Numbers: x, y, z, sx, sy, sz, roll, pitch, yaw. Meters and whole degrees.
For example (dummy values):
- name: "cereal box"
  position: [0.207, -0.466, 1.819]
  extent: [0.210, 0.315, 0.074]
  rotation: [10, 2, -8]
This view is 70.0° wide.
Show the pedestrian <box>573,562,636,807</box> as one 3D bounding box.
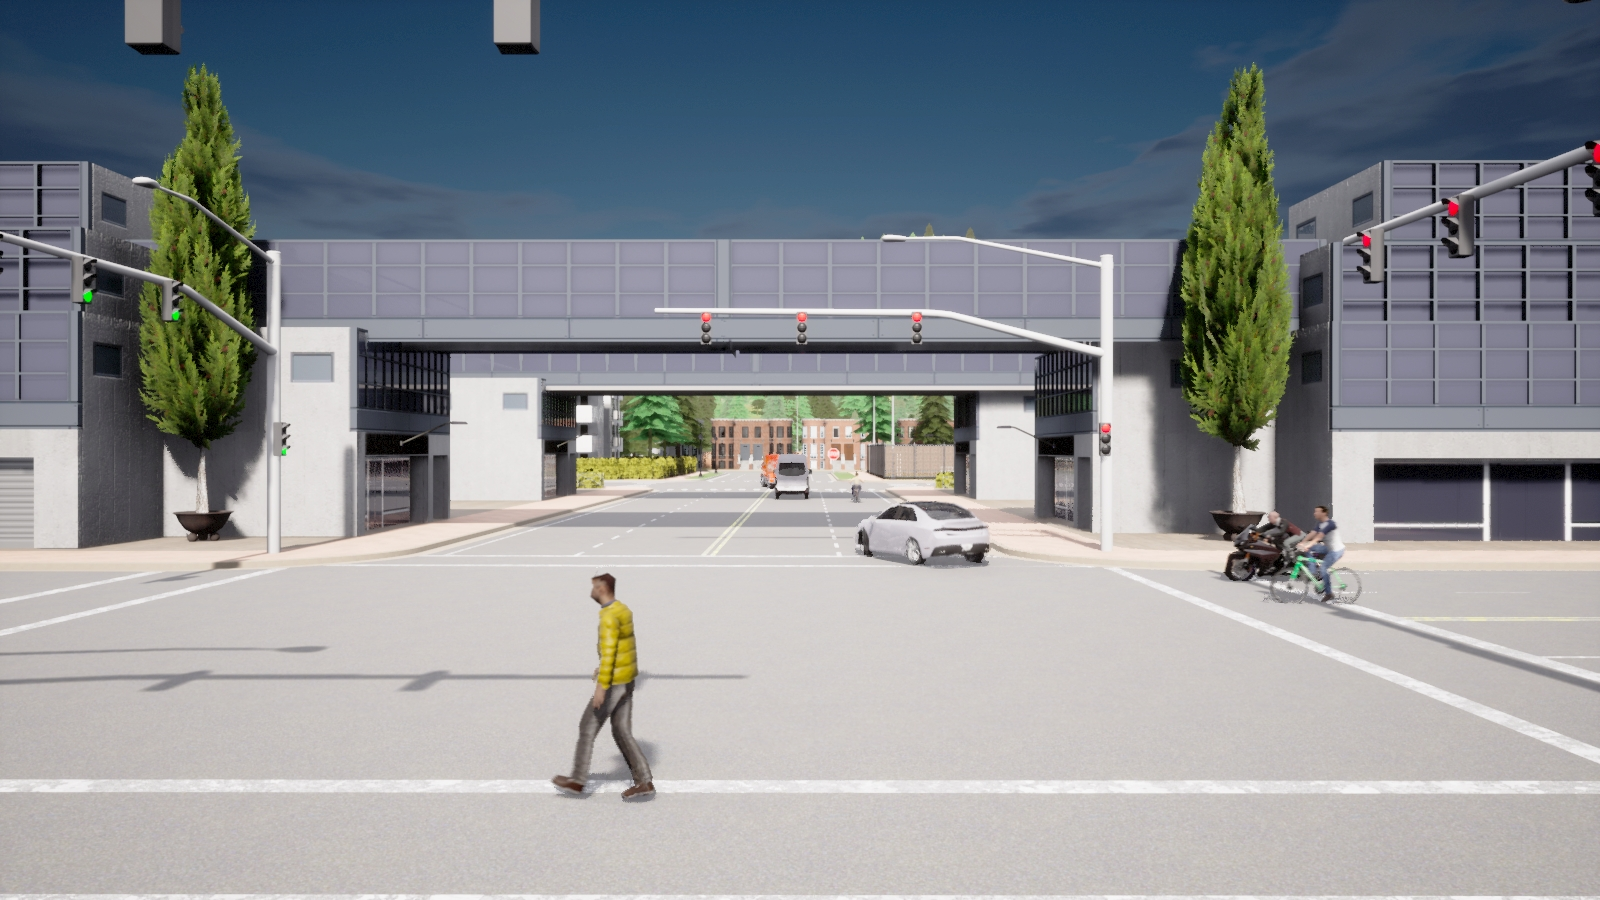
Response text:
- name: "pedestrian"
  position: [-1.557, 1.848, 9.128]
  extent: [0.375, 1.860, 0.375]
  rotation: [0, 0, 14]

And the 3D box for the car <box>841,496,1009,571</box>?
- name: "car"
  position: [3.073, 2.060, 29.319]
  extent: [2.231, 1.480, 4.892]
  rotation: [-1, 0, -22]

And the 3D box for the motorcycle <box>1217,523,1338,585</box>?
- name: "motorcycle"
  position: [10.139, 2.205, 24.314]
  extent: [2.209, 1.251, 0.867]
  rotation: [0, 0, 1]

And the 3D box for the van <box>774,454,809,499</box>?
- name: "van"
  position: [-0.438, 1.534, 68.068]
  extent: [1.988, 2.561, 5.915]
  rotation: [0, 0, 0]

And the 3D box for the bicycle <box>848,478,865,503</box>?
- name: "bicycle"
  position: [3.028, 2.158, 61.357]
  extent: [0.859, 1.276, 1.487]
  rotation: [0, 0, 0]
